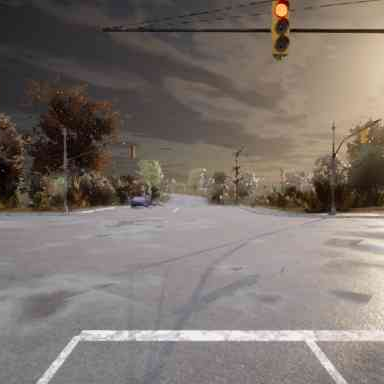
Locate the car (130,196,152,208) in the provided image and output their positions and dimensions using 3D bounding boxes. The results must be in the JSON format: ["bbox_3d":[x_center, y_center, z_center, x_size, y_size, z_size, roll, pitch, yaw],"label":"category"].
[{"bbox_3d":[-7.000,1.340,44.390,1.882,1.535,5.008,0,-1,0],"label":"car"}]

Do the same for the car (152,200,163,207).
[{"bbox_3d":[-7.000,2.297,66.794,1.895,1.301,4.718,0,-2,0],"label":"car"}]
